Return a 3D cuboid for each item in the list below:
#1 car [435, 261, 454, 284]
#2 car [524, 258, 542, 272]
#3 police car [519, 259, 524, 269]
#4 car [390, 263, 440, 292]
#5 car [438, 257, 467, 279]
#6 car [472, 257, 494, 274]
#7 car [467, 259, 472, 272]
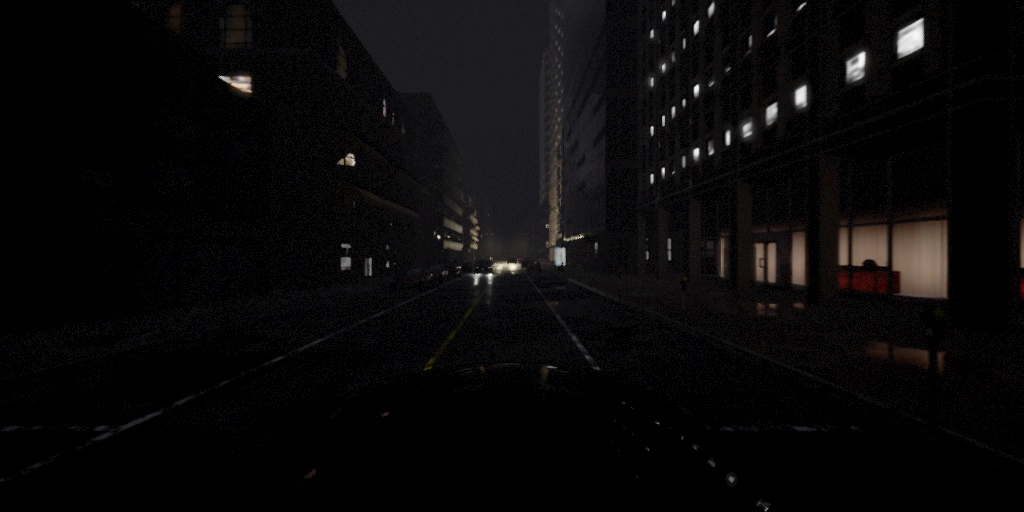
[{"bbox_3d":[-5.692,1.277,26.482,1.802,1.307,4.207,0,0,0],"label":"car"},{"bbox_3d":[2.689,1.187,43.598,1.751,1.417,4.829,0,0,0],"label":"car"},{"bbox_3d":[2.365,1.067,54.344,1.930,1.638,5.238,0,0,0],"label":"police car"},{"bbox_3d":[-5.692,1.287,20.834,1.802,1.307,4.207,0,0,0],"label":"car"},{"bbox_3d":[-5.692,0.999,32.131,2.192,1.841,5.009,0,0,0],"label":"car"},{"bbox_3d":[-3.090,1.172,40.522,1.837,1.490,4.892,0,0,0],"label":"car"},{"bbox_3d":[-5.692,1.102,43.428,1.967,1.591,4.097,0,0,0],"label":"car"}]
